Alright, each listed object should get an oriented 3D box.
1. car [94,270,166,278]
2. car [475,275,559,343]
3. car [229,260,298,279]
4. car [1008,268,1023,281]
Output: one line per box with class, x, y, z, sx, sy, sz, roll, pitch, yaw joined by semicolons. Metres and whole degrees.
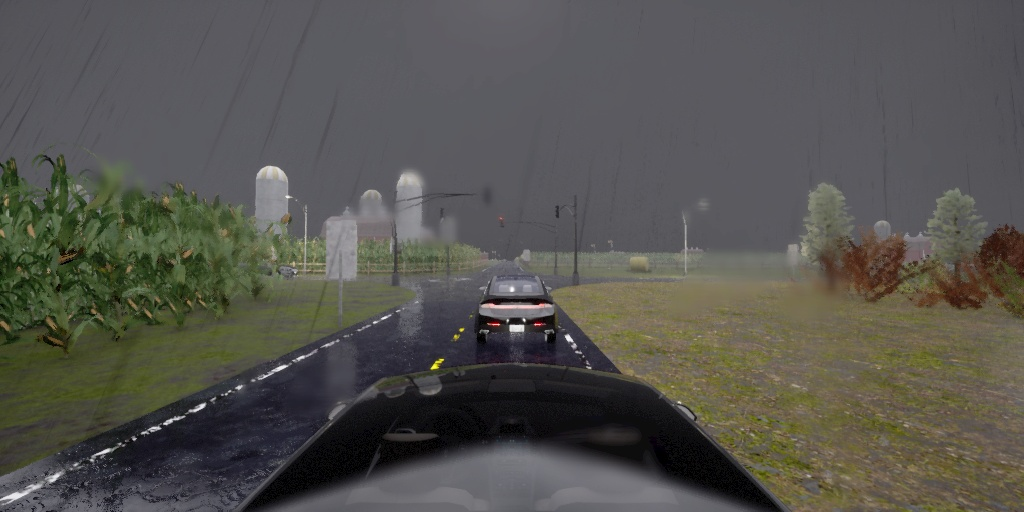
car;-29.763;1.036;28.259;5.357;1.411;2.033;0;-1;-3
car;0.100;1.245;9.653;2.128;1.511;4.902;0;0;0
car;-19.943;1.059;28.807;4.902;1.511;2.128;0;-1;-4
car;48.663;1.719;33.511;4.674;1.442;1.812;1;-1;-5
